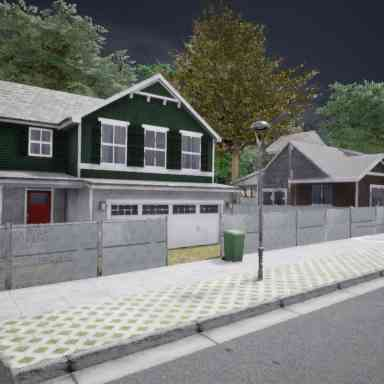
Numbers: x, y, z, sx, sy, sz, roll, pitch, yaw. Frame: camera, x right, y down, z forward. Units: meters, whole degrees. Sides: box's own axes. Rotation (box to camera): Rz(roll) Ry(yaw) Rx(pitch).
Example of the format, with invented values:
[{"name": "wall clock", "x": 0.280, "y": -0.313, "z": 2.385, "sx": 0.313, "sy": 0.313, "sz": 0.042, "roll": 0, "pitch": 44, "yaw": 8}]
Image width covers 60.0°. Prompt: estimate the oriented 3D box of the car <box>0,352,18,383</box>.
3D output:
[{"name": "car", "x": -3.225, "y": 1.547, "z": 0.768, "sx": 5.357, "sy": 1.411, "sz": 2.033, "roll": 0, "pitch": 0, "yaw": -36}]
